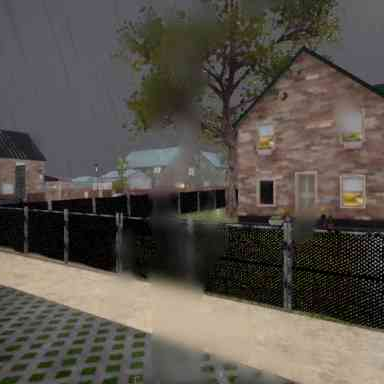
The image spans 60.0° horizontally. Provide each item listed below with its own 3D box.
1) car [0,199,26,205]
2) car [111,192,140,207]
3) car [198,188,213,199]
[{"bbox_3d":[-12.191,1.133,20.736,2.033,1.411,5.357,-1,2,34],"label":"car"},{"bbox_3d":[-5.955,0.746,29.467,2.033,1.411,5.357,-1,2,35],"label":"car"},{"bbox_3d":[1.616,0.289,39.947,2.033,1.411,5.357,-1,2,36],"label":"car"}]
